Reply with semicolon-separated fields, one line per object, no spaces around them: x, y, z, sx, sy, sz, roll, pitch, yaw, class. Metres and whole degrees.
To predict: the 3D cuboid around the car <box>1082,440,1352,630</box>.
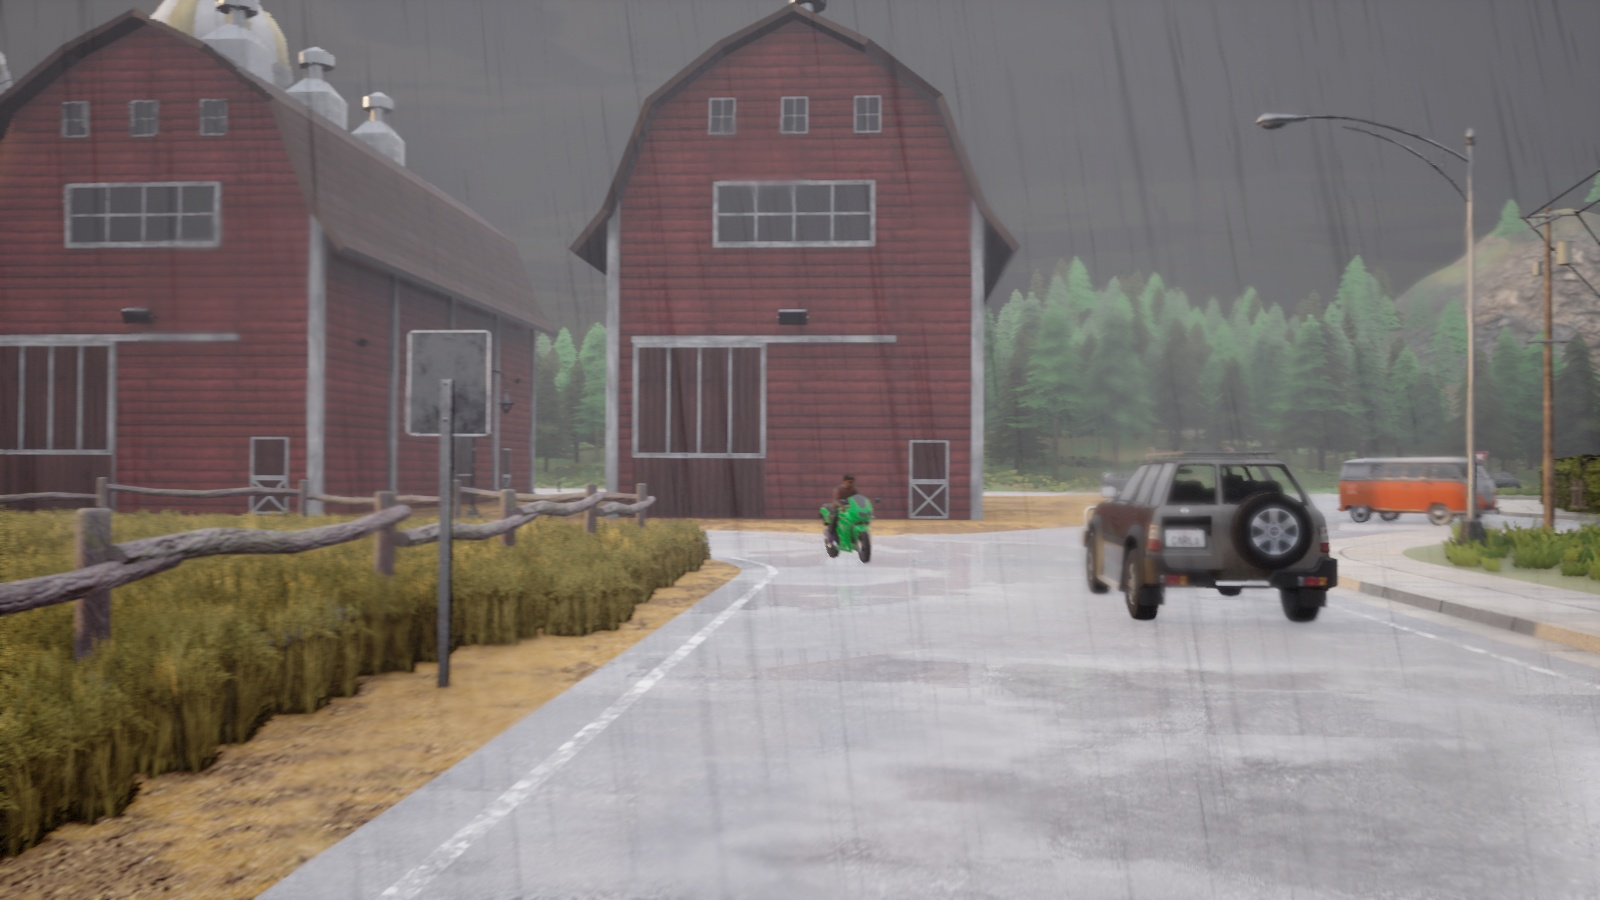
4.594;0.868;14.616;1.932;1.855;4.605;0;-1;5;car

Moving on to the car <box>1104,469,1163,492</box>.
22.905;2.094;86.351;3.633;1.501;1.845;0;-1;5;car

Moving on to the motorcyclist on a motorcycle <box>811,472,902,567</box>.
0.947;1.157;21.668;0.797;1.523;2.044;-2;0;-19;motorcyclist on a motorcycle

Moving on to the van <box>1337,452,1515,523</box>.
18.490;1.070;37.286;1.775;1.987;4.442;0;-1;-32;van
